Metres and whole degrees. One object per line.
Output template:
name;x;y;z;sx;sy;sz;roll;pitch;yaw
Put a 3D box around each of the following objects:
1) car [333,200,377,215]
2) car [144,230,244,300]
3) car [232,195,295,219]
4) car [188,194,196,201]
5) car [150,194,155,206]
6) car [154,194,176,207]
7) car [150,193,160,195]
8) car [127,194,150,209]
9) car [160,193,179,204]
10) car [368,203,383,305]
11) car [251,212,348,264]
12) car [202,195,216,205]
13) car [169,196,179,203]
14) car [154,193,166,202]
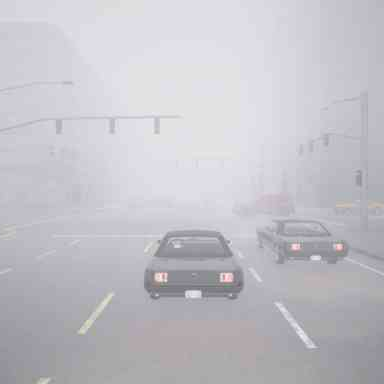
car;17.215;1.533;34.366;5.008;1.535;1.882;0;0;0
car;0.044;1.601;8.369;1.895;1.301;4.718;0;0;0
car;6.363;1.261;29.524;5.566;2.045;2.150;1;0;-14
car;-0.092;1.355;87.354;2.097;1.767;4.553;0;0;1
car;-7.498;1.526;54.517;1.812;1.442;4.674;0;0;1
car;-4.006;1.492;50.457;2.128;1.511;4.902;0;0;0
car;-7.361;1.221;64.853;2.150;2.045;5.566;0;0;1
car;-7.550;1.352;45.769;2.097;1.767;4.553;0;0;1
car;-3.935;1.221;60.152;2.150;2.045;5.566;0;0;1
car;3.594;1.221;2.002;2.150;2.045;5.566;0;0;0
car;3.551;1.601;11.754;1.895;1.301;4.718;0;0;0
car;3.203;1.601;58.938;1.895;1.301;4.718;0;0;1
car;-3.770;1.552;70.064;1.994;1.385;4.181;0;0;1
car;-7.216;1.222;75.286;2.150;2.045;5.566;0;0;1
